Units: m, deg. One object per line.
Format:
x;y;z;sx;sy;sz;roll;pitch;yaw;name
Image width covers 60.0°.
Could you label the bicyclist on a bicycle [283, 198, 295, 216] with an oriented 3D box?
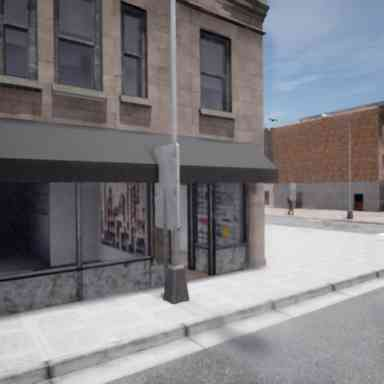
8.945;1.347;30.642;1.656;1.620;0.582;-1;1;-35;bicyclist on a bicycle
